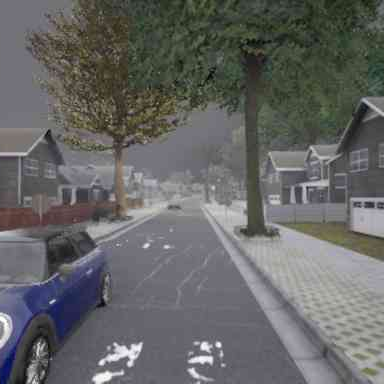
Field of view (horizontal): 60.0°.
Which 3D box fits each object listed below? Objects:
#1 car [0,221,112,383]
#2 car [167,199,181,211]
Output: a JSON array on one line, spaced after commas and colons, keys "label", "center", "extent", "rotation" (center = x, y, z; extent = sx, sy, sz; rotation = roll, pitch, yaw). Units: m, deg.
[{"label": "car", "center": [-2.740, 1.408, 5.108], "extent": [2.097, 1.767, 4.553], "rotation": [0, -1, 0]}, {"label": "car", "center": [-2.584, 1.813, 48.668], "extent": [1.882, 1.535, 5.008], "rotation": [0, 0, 0]}]
